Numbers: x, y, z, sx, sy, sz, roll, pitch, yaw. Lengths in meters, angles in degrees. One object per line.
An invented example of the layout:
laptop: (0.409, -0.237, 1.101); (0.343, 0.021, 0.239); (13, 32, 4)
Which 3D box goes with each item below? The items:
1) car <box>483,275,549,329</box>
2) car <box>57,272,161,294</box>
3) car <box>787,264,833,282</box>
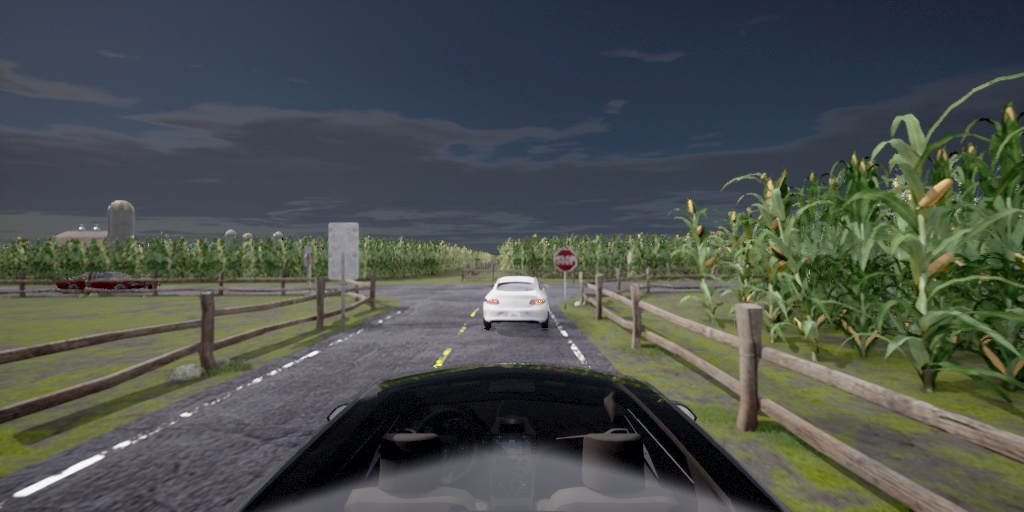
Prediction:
car: (0.197, 1.332, 11.377); (1.812, 1.442, 4.674); (0, 0, 4)
car: (-25.333, 1.671, 22.677); (4.718, 1.301, 1.895); (0, 0, 0)
car: (21.125, 1.289, 25.540); (4.181, 1.385, 1.994); (0, 0, 0)
